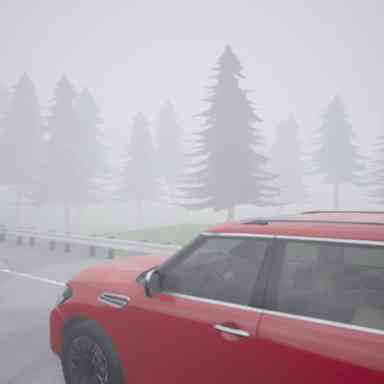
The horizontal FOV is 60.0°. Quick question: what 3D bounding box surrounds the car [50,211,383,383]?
[{"bbox_3d":[0.972,1.215,3.217,5.566,2.045,2.150,0,0,35],"label":"car"}]
